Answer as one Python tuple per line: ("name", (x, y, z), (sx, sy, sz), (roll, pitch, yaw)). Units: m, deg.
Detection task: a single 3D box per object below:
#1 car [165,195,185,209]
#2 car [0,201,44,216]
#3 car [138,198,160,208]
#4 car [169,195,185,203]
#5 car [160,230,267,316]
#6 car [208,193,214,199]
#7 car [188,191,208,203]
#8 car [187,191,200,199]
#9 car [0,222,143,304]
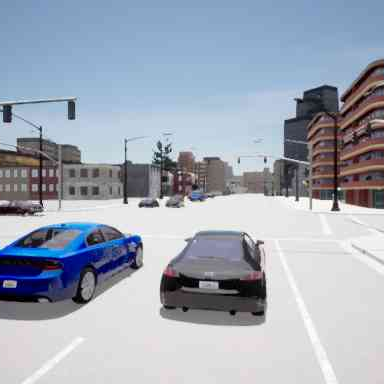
("car", (-2.307, 1.391, 44.900), (1.837, 1.490, 4.892), (0, 1, 11))
("car", (-16.932, 1.547, 31.632), (5.357, 1.411, 2.033), (0, 0, 10))
("car", (-5.831, 1.458, 45.108), (1.994, 1.385, 4.181), (0, 1, 11))
("car", (-2.693, 1.248, 61.148), (1.895, 1.301, 4.718), (0, 1, 11))
("car", (0.690, 1.564, 7.665), (1.994, 1.385, 4.181), (0, 0, 12))
("car", (4.064, 0.870, 77.248), (2.033, 1.411, 5.357), (0, 1, 11))
("car", (0.984, 0.850, 61.706), (2.150, 2.045, 5.566), (0, 1, 11))
("car", (0.351, 0.712, 76.487), (2.097, 1.767, 4.553), (0, 1, 11))
("car", (-2.747, 1.477, 8.312), (1.882, 1.535, 5.008), (0, 0, 11))
